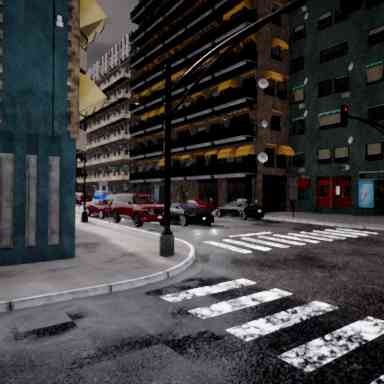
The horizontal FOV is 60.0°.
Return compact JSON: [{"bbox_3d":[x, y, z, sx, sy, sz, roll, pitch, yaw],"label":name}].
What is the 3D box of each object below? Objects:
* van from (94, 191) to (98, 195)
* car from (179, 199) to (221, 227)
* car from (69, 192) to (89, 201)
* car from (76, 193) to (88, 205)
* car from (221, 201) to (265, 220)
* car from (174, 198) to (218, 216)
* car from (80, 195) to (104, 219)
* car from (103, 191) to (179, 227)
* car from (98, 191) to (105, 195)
[{"bbox_3d":[-12.780,0.726,47.745,1.690,1.788,3.998,2,0,-36],"label":"van"},{"bbox_3d":[-0.460,1.320,20.855,1.994,1.385,4.181,1,0,-36],"label":"car"},{"bbox_3d":[-19.323,0.769,56.764,1.887,1.381,4.507,2,0,-36],"label":"car"},{"bbox_3d":[-14.818,0.881,40.703,1.882,1.535,5.008,1,1,-36],"label":"car"},{"bbox_3d":[3.562,1.353,25.194,1.947,1.339,4.313,2,0,-36],"label":"car"},{"bbox_3d":[0.292,1.288,29.704,1.802,1.307,4.206,2,0,-36],"label":"car"},{"bbox_3d":[-6.515,1.183,24.817,1.887,1.381,4.507,2,0,-36],"label":"car"},{"bbox_3d":[-3.239,1.034,20.307,2.192,1.841,5.009,2,0,-36],"label":"car"},{"bbox_3d":[-6.048,0.971,28.573,2.097,1.767,4.553,1,0,-36],"label":"car"}]
